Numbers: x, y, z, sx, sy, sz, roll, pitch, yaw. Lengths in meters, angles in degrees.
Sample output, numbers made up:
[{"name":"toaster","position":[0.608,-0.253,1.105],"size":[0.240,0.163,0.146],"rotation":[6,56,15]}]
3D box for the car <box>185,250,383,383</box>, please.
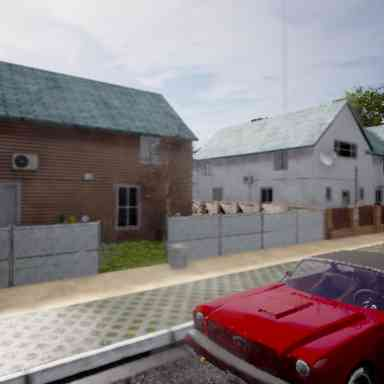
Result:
[{"name":"car","position":[2.249,1.612,4.721],"size":[4.718,1.301,1.895],"rotation":[0,0,-36]}]
